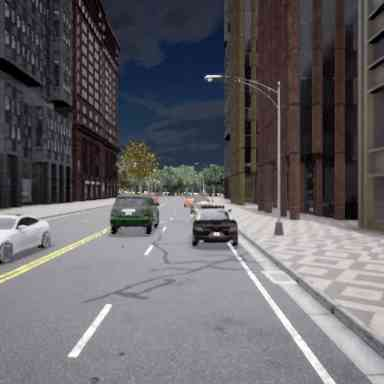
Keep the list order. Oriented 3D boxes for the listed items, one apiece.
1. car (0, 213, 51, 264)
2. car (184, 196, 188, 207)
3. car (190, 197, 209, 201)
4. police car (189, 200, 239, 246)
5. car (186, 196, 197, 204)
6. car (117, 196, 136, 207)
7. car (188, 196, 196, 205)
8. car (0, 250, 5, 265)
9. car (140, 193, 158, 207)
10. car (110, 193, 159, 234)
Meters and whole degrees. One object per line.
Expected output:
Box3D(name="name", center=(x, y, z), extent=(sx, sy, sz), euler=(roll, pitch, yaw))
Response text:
Box3D(name="car", center=(-6.626, 1.517, 11.800), extent=(1.812, 1.442, 4.674), euler=(0, 0, 0))
Box3D(name="car", center=(-0.121, 1.314, 49.681), extent=(2.097, 1.767, 4.553), euler=(0, 0, 0))
Box3D(name="car", center=(0.915, 1.437, 25.427), extent=(1.801, 1.575, 5.366), euler=(0, 0, 0))
Box3D(name="police car", center=(0.940, 1.414, 15.346), extent=(1.930, 1.638, 5.238), euler=(0, 0, 0))
Box3D(name="car", center=(-0.162, 1.497, 65.587), extent=(2.033, 1.411, 5.357), euler=(0, 0, 0))
Box3D(name="car", center=(-9.964, 1.439, 50.704), extent=(1.882, 1.535, 5.008), euler=(0, 0, 0))
Box3D(name="car", center=(0.900, 1.329, 31.207), extent=(2.097, 1.767, 4.553), euler=(0, 0, 0))
Box3D(name="car", center=(-3.148, 1.476, 1.381), extent=(1.882, 1.535, 5.008), euler=(0, 0, 0))
Box3D(name="car", center=(-6.718, 1.181, 52.540), extent=(2.150, 2.045, 5.566), euler=(0, 0, 0))
Box3D(name="car", center=(-3.194, 1.204, 19.390), extent=(2.150, 2.045, 5.566), euler=(0, 0, 0))
